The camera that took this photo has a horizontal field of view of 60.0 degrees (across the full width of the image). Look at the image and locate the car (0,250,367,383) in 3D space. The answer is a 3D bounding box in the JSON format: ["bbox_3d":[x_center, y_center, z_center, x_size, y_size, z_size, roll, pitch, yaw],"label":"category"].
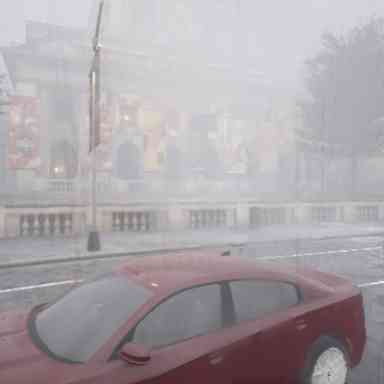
[{"bbox_3d":[-0.302,1.457,3.472,5.008,1.535,1.882,0,0,-31],"label":"car"}]
